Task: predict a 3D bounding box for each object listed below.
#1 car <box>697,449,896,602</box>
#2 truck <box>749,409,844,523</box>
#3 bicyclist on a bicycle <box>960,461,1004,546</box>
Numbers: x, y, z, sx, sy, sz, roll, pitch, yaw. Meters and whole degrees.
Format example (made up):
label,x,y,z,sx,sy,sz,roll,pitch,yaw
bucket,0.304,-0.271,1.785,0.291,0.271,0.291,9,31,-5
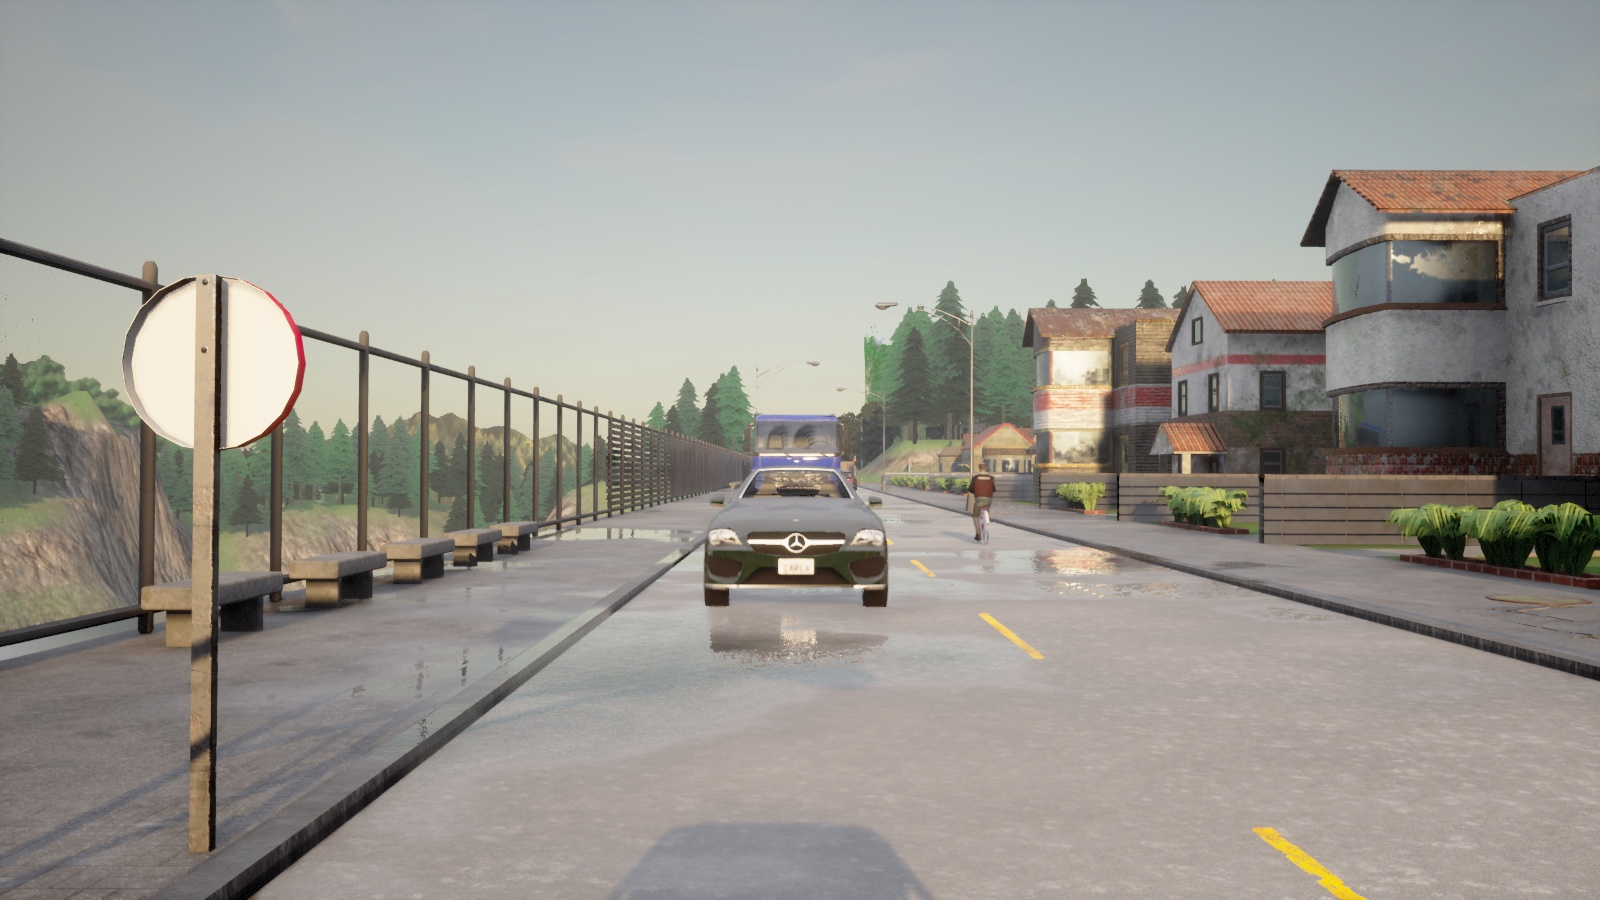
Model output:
label,x,y,z,sx,sy,sz,roll,pitch,yaw
car,-0.041,0.864,16.145,2.152,1.651,5.027,0,-1,0
truck,-0.109,0.542,42.300,2.891,3.462,7.936,0,-1,0
bicyclist on a bicycle,3.932,1.126,27.263,0.659,1.776,1.843,0,-1,0
